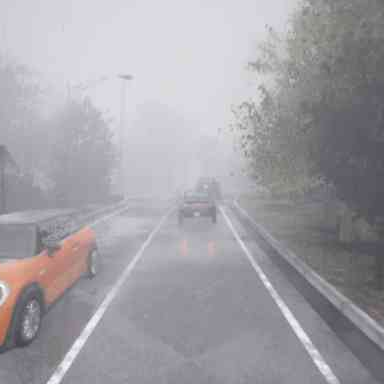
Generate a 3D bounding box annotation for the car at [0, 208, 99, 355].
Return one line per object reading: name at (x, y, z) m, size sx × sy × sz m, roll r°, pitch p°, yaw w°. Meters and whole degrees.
car at (-3.315, 1.229, 6.117) m, size 2.097 × 1.767 × 4.553 m, roll -1°, pitch 3°, yaw 1°

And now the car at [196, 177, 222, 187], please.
car at (1.709, -0.468, 33.431) m, size 2.150 × 2.045 × 5.566 m, roll -1°, pitch 2°, yaw 9°

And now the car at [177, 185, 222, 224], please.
car at (0.291, 0.640, 17.060) m, size 2.128 × 1.511 × 4.902 m, roll -1°, pitch 3°, yaw 2°
